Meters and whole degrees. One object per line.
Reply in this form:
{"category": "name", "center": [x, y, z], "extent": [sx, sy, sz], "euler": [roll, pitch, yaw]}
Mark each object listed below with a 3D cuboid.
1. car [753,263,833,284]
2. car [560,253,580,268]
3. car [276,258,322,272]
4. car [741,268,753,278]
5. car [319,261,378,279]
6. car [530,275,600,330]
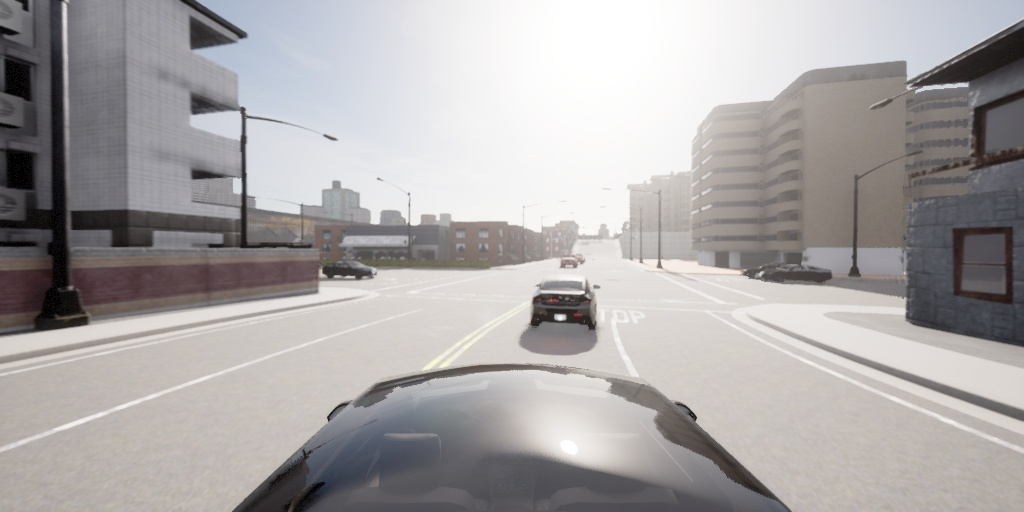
{"category": "car", "center": [23.232, 1.445, 29.484], "extent": [4.902, 1.511, 2.128], "euler": [1, 1, 13]}
{"category": "car", "center": [8.490, 0.657, 53.240], "extent": [2.150, 2.045, 5.566], "euler": [0, 1, 15]}
{"category": "car", "center": [-24.943, 1.025, 41.986], "extent": [4.892, 1.490, 1.837], "euler": [0, 1, 16]}
{"category": "car", "center": [23.913, 1.407, 32.919], "extent": [4.892, 1.490, 1.837], "euler": [1, 1, 13]}
{"category": "car", "center": [-14.145, 1.196, 31.357], "extent": [4.902, 1.511, 2.128], "euler": [0, 1, 16]}
{"category": "car", "center": [1.751, 1.334, 11.595], "extent": [1.837, 1.490, 4.892], "euler": [0, 0, 12]}
